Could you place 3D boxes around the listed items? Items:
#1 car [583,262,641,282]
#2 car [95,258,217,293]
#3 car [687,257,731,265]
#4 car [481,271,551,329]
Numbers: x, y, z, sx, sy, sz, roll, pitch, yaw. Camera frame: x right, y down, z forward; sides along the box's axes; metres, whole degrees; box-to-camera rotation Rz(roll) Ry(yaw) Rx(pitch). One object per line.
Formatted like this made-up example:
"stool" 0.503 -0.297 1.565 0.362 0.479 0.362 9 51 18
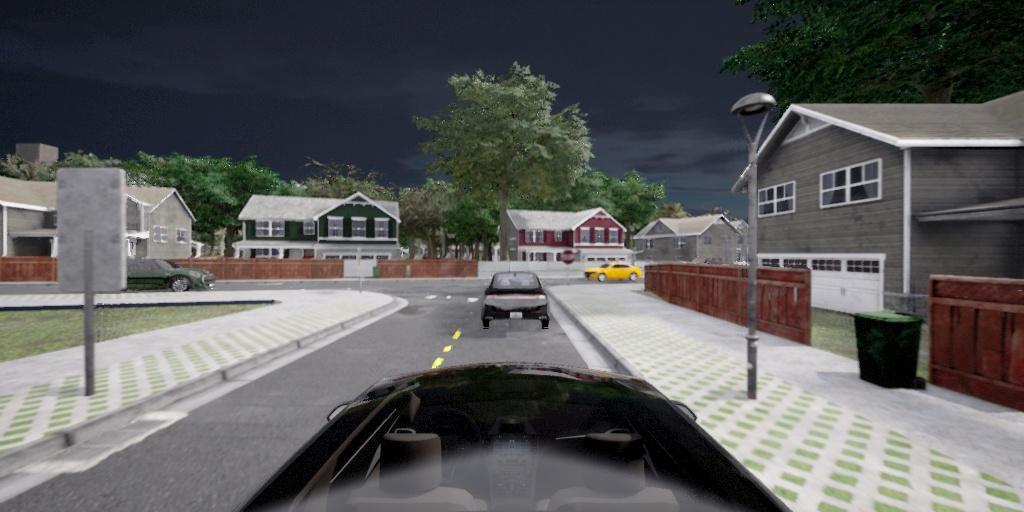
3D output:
"car" 8.330 1.273 29.810 5.008 1.535 1.882 1 0 -21
"car" -17.290 0.865 17.355 4.553 1.767 2.097 1 0 -20
"car" 17.795 1.113 33.268 5.566 2.045 2.150 1 0 -20
"car" 0.101 1.218 11.144 2.128 1.511 4.902 0 0 0
